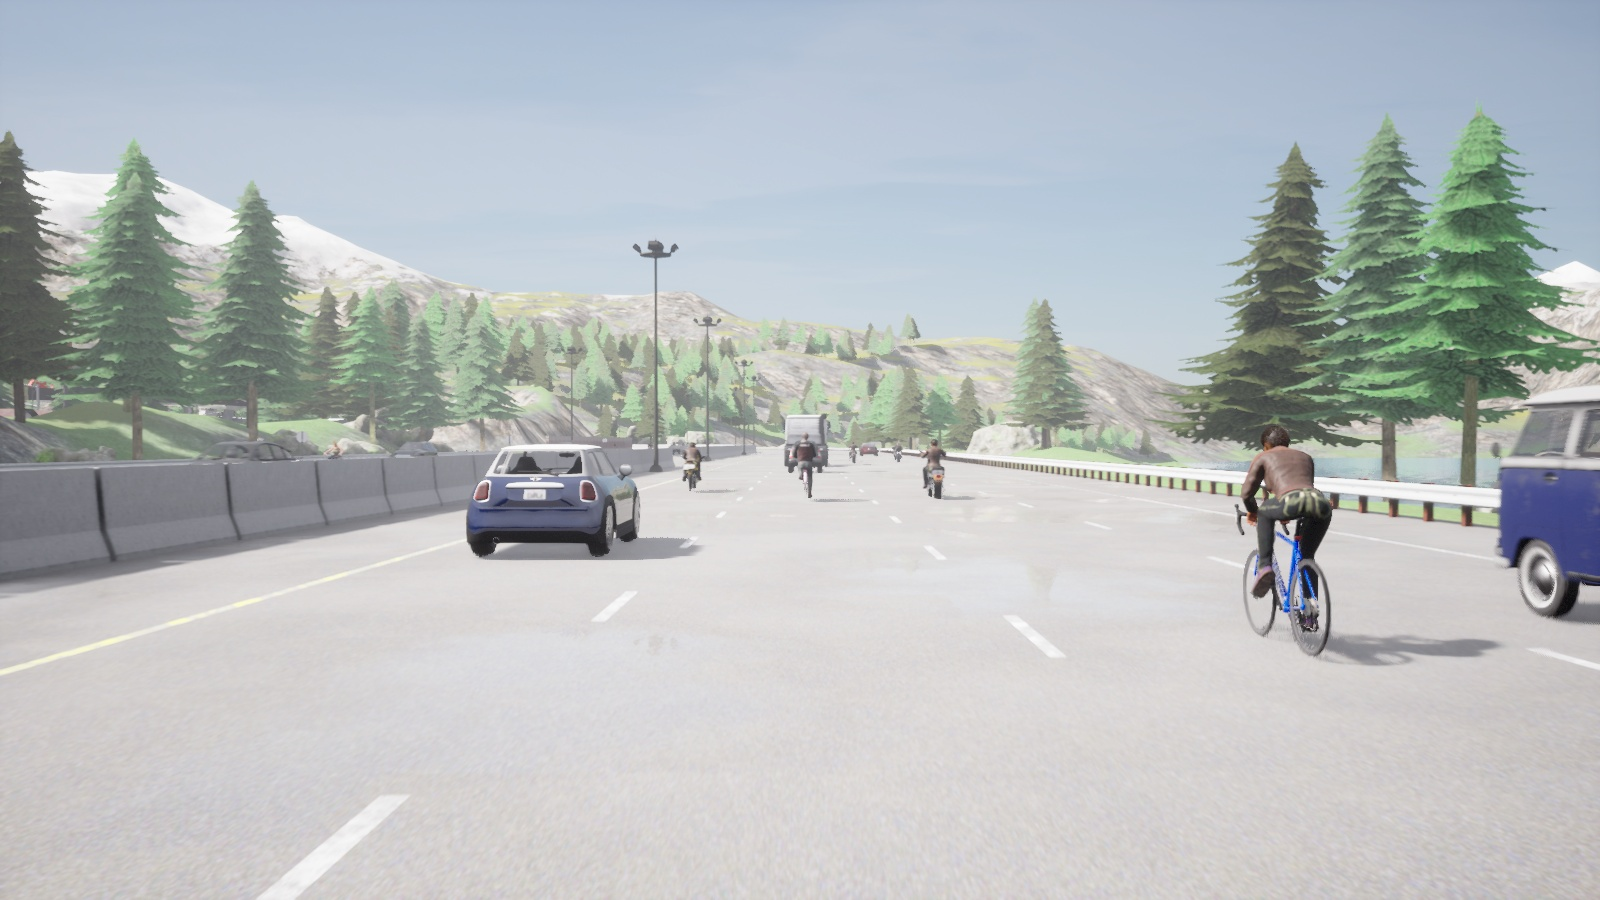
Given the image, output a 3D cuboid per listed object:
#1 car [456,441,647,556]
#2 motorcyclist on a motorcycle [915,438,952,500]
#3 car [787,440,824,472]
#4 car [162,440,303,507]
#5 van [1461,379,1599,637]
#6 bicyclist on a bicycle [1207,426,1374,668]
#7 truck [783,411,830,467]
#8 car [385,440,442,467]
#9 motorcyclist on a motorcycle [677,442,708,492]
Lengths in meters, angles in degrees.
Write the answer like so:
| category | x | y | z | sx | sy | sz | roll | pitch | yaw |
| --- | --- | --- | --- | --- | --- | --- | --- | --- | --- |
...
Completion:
| category | x | y | z | sx | sy | sz | roll | pitch | yaw |
| --- | --- | --- | --- | --- | --- | --- | --- | --- | --- |
| car | -3.416 | 0.608 | 17.991 | 1.970 | 1.475 | 3.806 | 0 | 0 | 0 |
| motorcyclist on a motorcycle | 3.643 | 0.506 | 34.353 | 0.766 | 1.649 | 2.350 | 0 | 0 | 0 |
| car | 0.290 | 0.284 | 64.173 | 1.851 | 1.617 | 3.988 | 0 | 0 | 1 |
| car | -13.870 | 0.543 | 30.903 | 1.789 | 1.549 | 3.705 | 0 | 0 | 0 |
| van | 7.051 | 0.452 | 9.497 | 1.775 | 1.987 | 4.442 | 0 | 0 | 0 |
| bicyclist on a bicycle | 3.550 | 0.650 | 9.223 | 0.582 | 1.620 | 1.656 | 0 | 0 | 0 |
| truck | 0.414 | -0.696 | 81.884 | 2.891 | 3.462 | 7.936 | 0 | 0 | 0 |
| car | -24.108 | 0.215 | 78.532 | 2.033 | 1.649 | 4.856 | 0 | 0 | 0 |
| motorcyclist on a motorcycle | -3.340 | 0.505 | 39.218 | 0.797 | 1.523 | 2.044 | 0 | 0 | 0 |
